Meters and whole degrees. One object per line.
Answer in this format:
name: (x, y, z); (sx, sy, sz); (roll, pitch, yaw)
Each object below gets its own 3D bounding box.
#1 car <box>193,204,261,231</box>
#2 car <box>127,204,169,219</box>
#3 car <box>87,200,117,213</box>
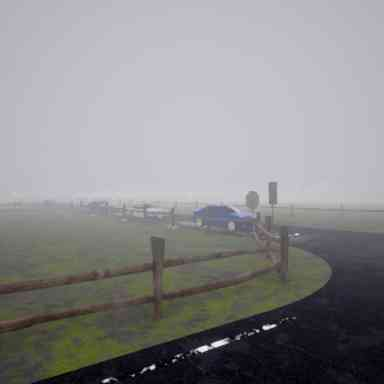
car: (2.041, 1.527, 20.763); (1.882, 1.535, 5.008); (-1, 0, -36)
car: (-3.887, 1.682, 29.082); (1.895, 1.301, 4.718); (0, 0, -35)
car: (-10.495, 1.668, 38.402); (2.033, 1.411, 5.357); (0, 0, -35)
